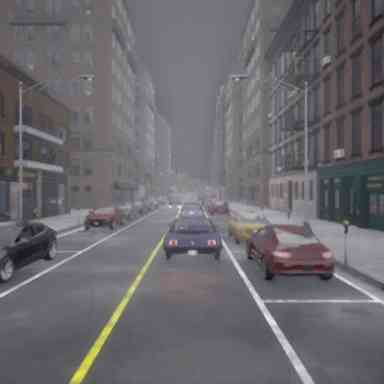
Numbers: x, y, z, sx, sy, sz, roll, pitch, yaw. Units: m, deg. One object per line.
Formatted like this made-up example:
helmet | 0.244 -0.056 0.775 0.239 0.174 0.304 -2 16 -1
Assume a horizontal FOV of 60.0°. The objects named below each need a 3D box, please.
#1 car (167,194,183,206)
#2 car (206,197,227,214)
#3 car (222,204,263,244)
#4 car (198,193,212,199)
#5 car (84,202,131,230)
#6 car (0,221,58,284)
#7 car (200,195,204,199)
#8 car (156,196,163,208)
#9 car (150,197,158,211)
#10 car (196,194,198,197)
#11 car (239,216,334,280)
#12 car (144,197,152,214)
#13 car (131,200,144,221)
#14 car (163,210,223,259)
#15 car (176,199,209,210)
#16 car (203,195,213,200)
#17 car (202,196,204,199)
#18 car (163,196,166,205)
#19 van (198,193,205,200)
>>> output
car | -2.788 1.464 54.936 1.837 1.490 4.892 0 0 1
car | 2.640 1.522 32.335 1.887 1.381 4.507 0 0 0
car | 2.638 1.515 15.458 1.752 1.417 4.829 0 0 0
car | 2.641 1.273 55.064 2.192 1.841 5.009 0 0 0
car | -5.386 1.530 20.970 1.887 1.381 4.507 0 0 0
car | -5.387 1.559 9.606 1.947 1.339 4.313 0 0 0
car | 2.641 1.514 49.382 2.008 1.369 4.403 0 0 0
car | -5.385 1.407 43.700 1.967 1.590 4.097 0 0 0
car | -5.385 1.538 38.017 1.947 1.339 4.313 0 0 0
car | 2.706 1.249 82.120 2.192 1.841 5.009 0 0 0
car | 2.638 1.576 9.606 1.802 1.307 4.206 0 0 0
car | -5.386 1.521 32.335 1.887 1.381 4.507 0 0 0
car | -5.386 1.532 26.653 2.008 1.369 4.403 0 0 0
car | 0.039 1.592 12.531 1.895 1.301 4.718 0 0 1
car | 0.027 1.529 25.955 2.033 1.411 5.357 0 0 0
car | 2.640 1.413 38.017 1.967 1.590 4.097 0 0 0
car | 2.640 1.512 43.700 1.887 1.381 4.507 0 0 0
car | -5.384 1.398 55.064 1.967 1.590 4.097 0 0 0
van | 2.698 1.265 93.127 1.690 1.788 3.998 0 0 0
